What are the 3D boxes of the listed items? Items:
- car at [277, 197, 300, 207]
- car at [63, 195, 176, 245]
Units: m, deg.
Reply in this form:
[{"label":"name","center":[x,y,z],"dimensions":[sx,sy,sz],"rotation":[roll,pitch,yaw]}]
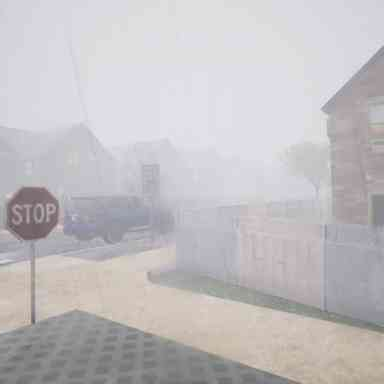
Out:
[{"label":"car","center":[9.880,1.225,33.012],"dimensions":[1.882,1.535,5.008],"rotation":[-2,-1,36]},{"label":"car","center":[-3.086,1.136,15.289],"dimensions":[2.150,2.045,5.566],"rotation":[-2,-1,36]}]
